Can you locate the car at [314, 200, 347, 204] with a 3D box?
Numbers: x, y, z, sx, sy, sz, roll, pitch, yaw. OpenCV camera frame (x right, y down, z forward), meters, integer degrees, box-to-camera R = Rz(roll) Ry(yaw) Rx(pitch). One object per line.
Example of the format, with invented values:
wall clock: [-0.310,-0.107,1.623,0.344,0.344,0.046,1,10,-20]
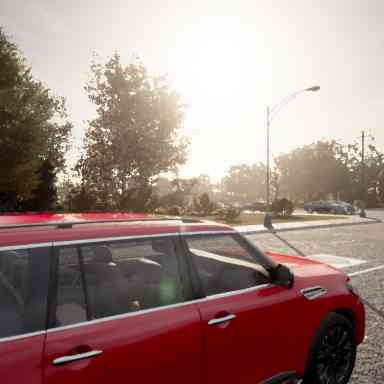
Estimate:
car: [14.624,1.708,36.479,2.128,1.511,4.902,0,-1,-32]

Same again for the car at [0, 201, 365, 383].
car: [-0.466,1.222,3.424,5.566,2.045,2.150,0,0,-37]

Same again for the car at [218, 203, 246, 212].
car: [6.649,2.600,55.866,1.837,1.490,4.892,0,-3,-32]

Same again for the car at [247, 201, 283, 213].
car: [9.663,2.028,44.415,1.837,1.490,4.892,0,-3,-32]

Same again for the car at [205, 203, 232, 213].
car: [4.161,2.542,53.240,1.837,1.490,4.892,0,-3,-32]

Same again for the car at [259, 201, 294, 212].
car: [11.968,2.093,47.337,1.837,1.490,4.892,0,-3,-32]

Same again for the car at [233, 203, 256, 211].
car: [10.034,2.909,64.014,1.812,1.442,4.674,0,-3,-32]
